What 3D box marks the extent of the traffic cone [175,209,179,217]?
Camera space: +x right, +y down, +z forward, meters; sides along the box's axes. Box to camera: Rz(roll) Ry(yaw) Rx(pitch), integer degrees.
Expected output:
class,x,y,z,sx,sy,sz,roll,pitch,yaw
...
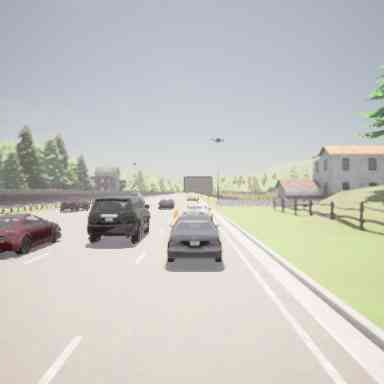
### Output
class,x,y,z,sx,sy,sz,roll,pitch,yaw
traffic cone,-1.489,1.950,28.012,0.340,0.580,0.340,0,0,0

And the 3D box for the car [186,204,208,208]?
class,x,y,z,sx,sy,sz,roll,pitch,yaw
car,0.362,1.538,23.259,1.812,1.442,4.674,0,-1,8

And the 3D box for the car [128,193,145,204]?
class,x,y,z,sx,sy,sz,roll,pitch,yaw
car,-10.404,1.210,62.668,2.150,2.045,5.566,0,0,0

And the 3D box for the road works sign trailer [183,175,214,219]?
class,x,y,z,sx,sy,sz,roll,pitch,yaw
road works sign trailer,0.487,0.459,26.870,2.380,3.560,2.880,0,0,-2

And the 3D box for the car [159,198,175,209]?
class,x,y,z,sx,sy,sz,roll,pitch,yaw
car,-3.402,1.556,45.504,1.994,1.385,4.181,0,0,0

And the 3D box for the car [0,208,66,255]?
class,x,y,z,sx,sy,sz,roll,pitch,yaw
car,-6.899,1.562,13.325,1.994,1.385,4.181,0,0,0

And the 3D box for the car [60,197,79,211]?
class,x,y,z,sx,sy,sz,roll,pitch,yaw
car,-13.902,1.344,39.682,2.097,1.767,4.553,0,0,0

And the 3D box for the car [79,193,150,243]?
class,x,y,z,sx,sy,sz,roll,pitch,yaw
car,-3.400,1.220,16.307,2.150,2.045,5.566,0,0,0

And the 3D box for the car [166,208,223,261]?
class,x,y,z,sx,sy,sz,roll,pitch,yaw
car,0.097,1.545,12.233,2.033,1.411,5.357,0,0,0

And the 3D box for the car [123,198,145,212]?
class,x,y,z,sx,sy,sz,roll,pitch,yaw
car,-6.901,1.518,39.801,1.812,1.442,4.674,0,0,0

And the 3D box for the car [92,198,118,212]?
class,x,y,z,sx,sy,sz,roll,pitch,yaw
car,-10.402,1.499,40.221,1.837,1.490,4.892,0,0,0
